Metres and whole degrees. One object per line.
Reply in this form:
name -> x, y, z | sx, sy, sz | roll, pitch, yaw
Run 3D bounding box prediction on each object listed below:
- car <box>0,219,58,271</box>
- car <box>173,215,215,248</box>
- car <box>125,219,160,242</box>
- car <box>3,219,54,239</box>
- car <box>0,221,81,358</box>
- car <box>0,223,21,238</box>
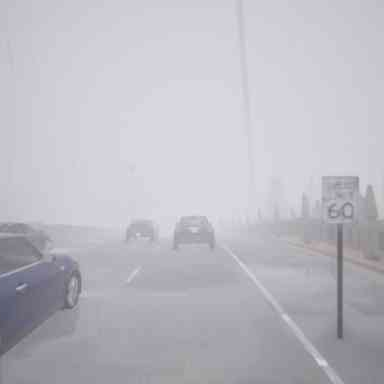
car -> -6.899, 1.830, 12.313 | 1.837, 1.490, 4.892 | 0, -3, 0
car -> 0.103, 2.075, 18.392 | 2.097, 1.767, 4.553 | 0, -4, 0
car -> -3.396, 2.661, 23.327 | 1.837, 1.490, 4.892 | 0, -6, 0
car -> -14.006, 3.258, 28.917 | 1.882, 1.535, 5.008 | 0, -7, 0
car -> -3.398, 1.416, 5.242 | 2.097, 1.767, 4.553 | 0, -1, 0
car -> -17.496, 3.489, 29.788 | 1.895, 1.301, 4.718 | 0, -7, 0
